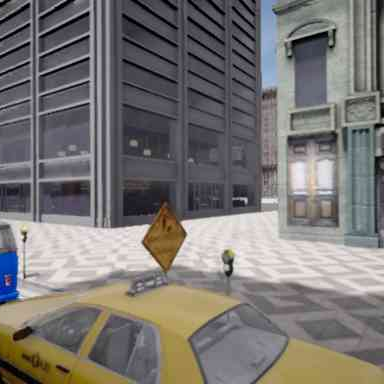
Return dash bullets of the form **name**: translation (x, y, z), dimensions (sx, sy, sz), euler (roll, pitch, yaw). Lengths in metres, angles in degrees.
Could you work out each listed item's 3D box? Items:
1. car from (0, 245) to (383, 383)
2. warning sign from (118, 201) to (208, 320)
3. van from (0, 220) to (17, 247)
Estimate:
- **car**: translation (-0.657, 1.530, 3.437), dimensions (4.829, 1.417, 1.752), euler (0, 0, 36)
- **warning sign**: translation (-0.506, 1.123, 6.152), dimensions (1.060, 1.860, 1.300), euler (0, 0, 36)
- **van**: translation (-5.105, 1.356, 6.614), dimensions (3.998, 1.788, 1.690), euler (0, 0, 36)
